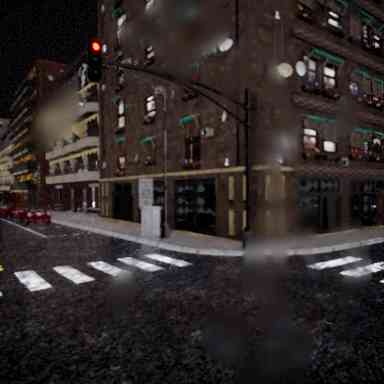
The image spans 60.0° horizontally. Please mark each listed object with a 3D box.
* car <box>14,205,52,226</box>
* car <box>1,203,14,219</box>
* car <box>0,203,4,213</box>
[{"bbox_3d":[-13.024,1.819,27.465,1.967,1.590,4.097,-2,0,-36],"label":"car"},{"bbox_3d":[-18.283,2.091,34.646,1.802,1.307,4.206,-2,0,-36],"label":"car"},{"bbox_3d":[-24.880,2.114,43.623,1.967,1.590,4.097,-2,0,-36],"label":"car"}]
